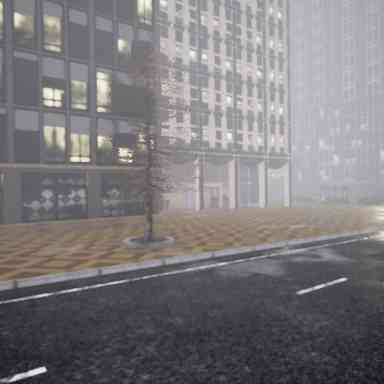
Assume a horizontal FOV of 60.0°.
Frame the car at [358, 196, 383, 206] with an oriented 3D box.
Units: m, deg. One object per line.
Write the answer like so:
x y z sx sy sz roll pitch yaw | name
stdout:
25.812 1.302 47.140 1.947 1.339 4.313 -1 1 -36 | car

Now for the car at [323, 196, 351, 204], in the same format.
22.518 1.273 51.774 1.802 1.307 4.206 -1 1 -36 | car

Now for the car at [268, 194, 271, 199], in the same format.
16.194 0.929 75.200 1.802 1.307 4.206 -1 1 -36 | car

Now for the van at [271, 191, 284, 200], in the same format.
19.501 0.734 70.575 1.690 1.788 3.998 -1 1 -36 | van

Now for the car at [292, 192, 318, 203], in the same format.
19.258 1.211 56.429 1.947 1.339 4.313 -1 1 -36 | car
